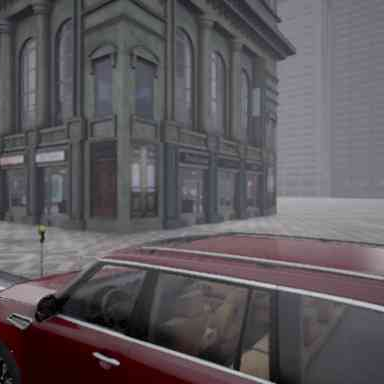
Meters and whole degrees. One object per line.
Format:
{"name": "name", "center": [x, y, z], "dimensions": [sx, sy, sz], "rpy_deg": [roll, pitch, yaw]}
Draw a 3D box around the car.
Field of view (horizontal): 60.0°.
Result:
{"name": "car", "center": [0.063, 1.305, 2.925], "dimensions": [5.009, 1.841, 2.192], "rpy_deg": [0, 0, 36]}
